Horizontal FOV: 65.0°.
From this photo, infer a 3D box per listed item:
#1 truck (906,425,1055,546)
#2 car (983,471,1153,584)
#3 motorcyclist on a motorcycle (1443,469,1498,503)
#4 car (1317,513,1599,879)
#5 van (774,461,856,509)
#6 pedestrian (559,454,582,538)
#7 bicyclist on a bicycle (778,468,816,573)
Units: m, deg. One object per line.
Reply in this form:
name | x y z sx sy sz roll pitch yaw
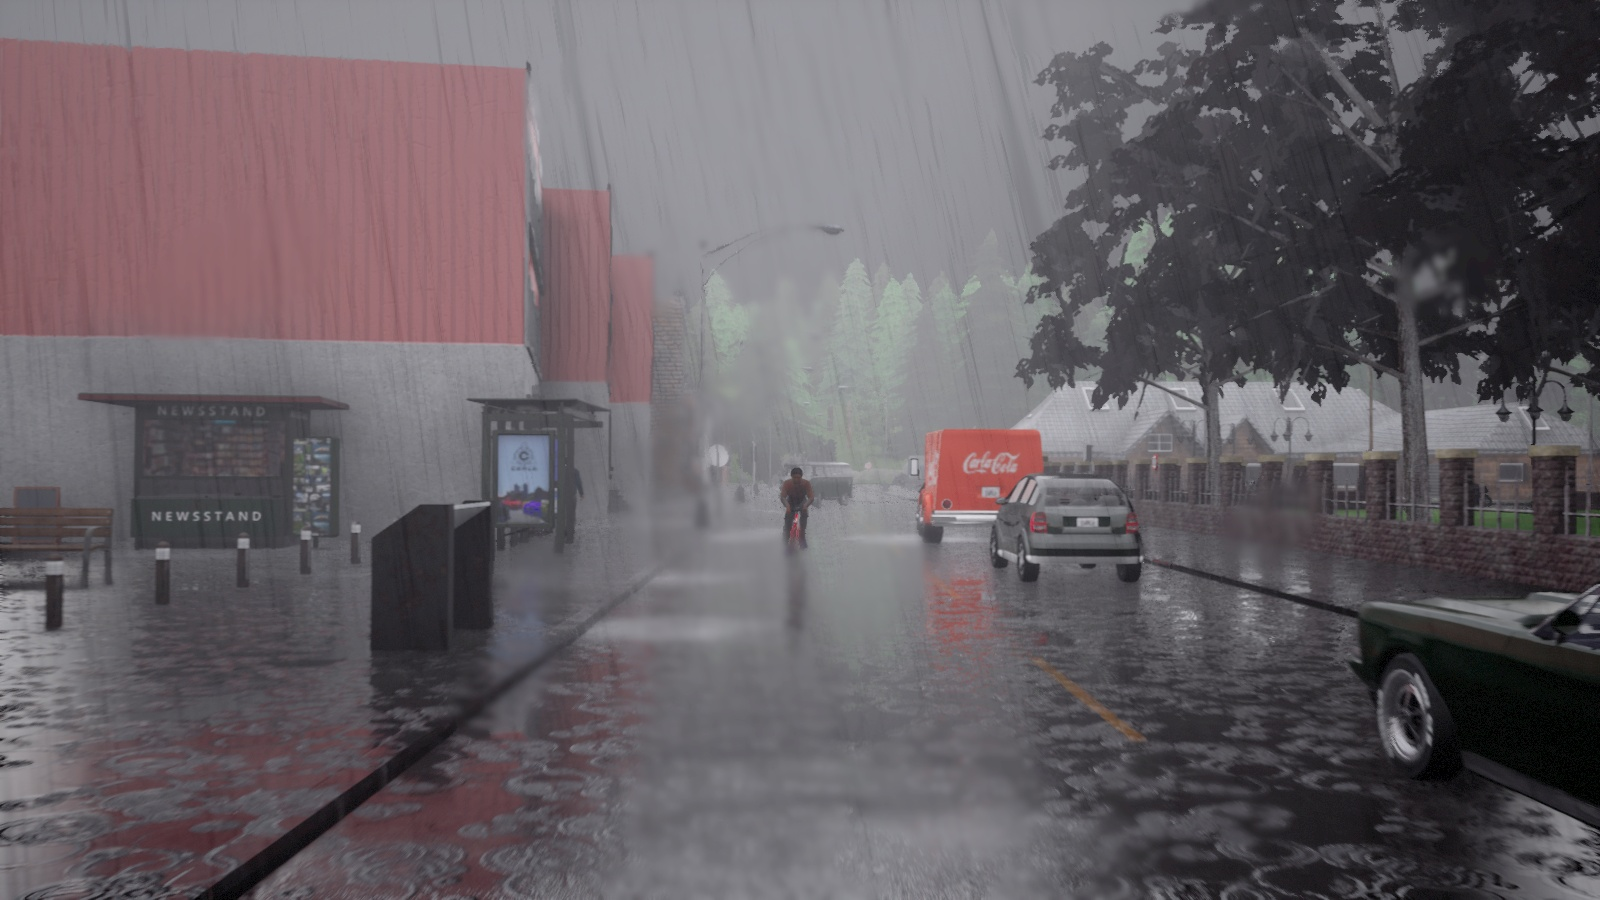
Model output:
truck | 3.940 0.786 28.501 2.627 2.467 5.204 0 -1 0
car | 3.960 1.098 19.168 1.789 1.549 3.705 0 -1 0
motorcyclist on a motorcycle | 30.104 1.621 56.414 2.044 1.523 0.797 0 -1 -2
car | 3.990 0.983 5.003 1.895 1.301 4.718 0 -1 0
van | 0.692 1.468 53.999 1.775 1.987 4.442 -1 -1 26
pedestrian | -5.123 1.014 28.055 0.402 1.842 0.726 0 -1 -2
bicyclist on a bicycle | -0.043 1.108 20.344 0.582 1.620 1.656 0 -1 0
